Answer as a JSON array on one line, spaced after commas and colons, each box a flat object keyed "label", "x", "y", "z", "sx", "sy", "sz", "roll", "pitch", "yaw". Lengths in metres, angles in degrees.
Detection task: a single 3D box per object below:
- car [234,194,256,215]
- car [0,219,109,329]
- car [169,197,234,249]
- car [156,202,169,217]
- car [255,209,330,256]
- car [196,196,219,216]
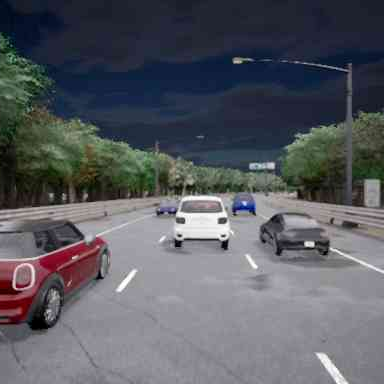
[{"label": "car", "x": 5.102, "y": 1.202, "z": 33.246, "sx": 2.150, "sy": 2.045, "sz": 5.566, "roll": 0, "pitch": 0, "yaw": 5}, {"label": "car", "x": -3.284, "y": 1.343, "z": 7.093, "sx": 2.097, "sy": 1.767, "sz": 4.553, "roll": 0, "pitch": 0, "yaw": 1}, {"label": "car", "x": 0.424, "y": 1.212, "z": 14.772, "sx": 2.150, "sy": 2.045, "sz": 5.566, "roll": 0, "pitch": 0, "yaw": 2}, {"label": "car", "x": -2.093, "y": 1.572, "z": 31.199, "sx": 1.895, "sy": 1.301, "sz": 4.718, "roll": 0, "pitch": 0, "yaw": 4}, {"label": "car", "x": 3.867, "y": 1.523, "z": 13.048, "sx": 1.812, "sy": 1.442, "sz": 4.674, "roll": 0, "pitch": 0, "yaw": 2}, {"label": "car", "x": 1.570, "y": 1.328, "z": 32.847, "sx": 2.097, "sy": 1.767, "sz": 4.553, "roll": 0, "pitch": 0, "yaw": 5}]
